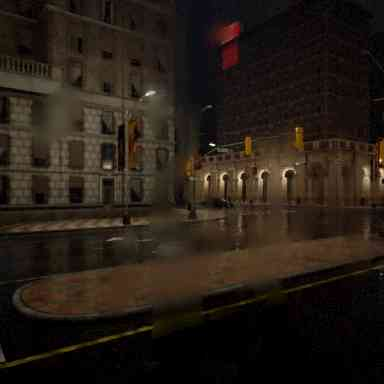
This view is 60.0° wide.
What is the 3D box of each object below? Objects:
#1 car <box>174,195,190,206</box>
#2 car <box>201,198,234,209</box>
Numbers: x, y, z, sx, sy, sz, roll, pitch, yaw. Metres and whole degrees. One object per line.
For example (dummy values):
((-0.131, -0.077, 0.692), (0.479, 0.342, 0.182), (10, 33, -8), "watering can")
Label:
((-2.114, 1.526, 54.797), (1.812, 1.442, 4.674), (0, 0, -35), "car")
((3.454, 1.547, 46.941), (2.033, 1.411, 5.357), (0, 0, -36), "car")
